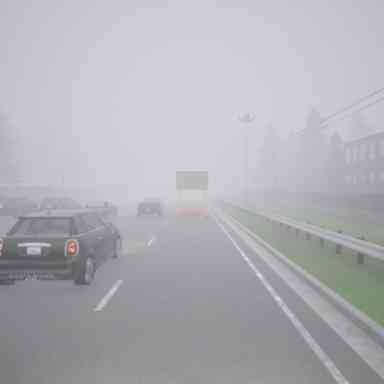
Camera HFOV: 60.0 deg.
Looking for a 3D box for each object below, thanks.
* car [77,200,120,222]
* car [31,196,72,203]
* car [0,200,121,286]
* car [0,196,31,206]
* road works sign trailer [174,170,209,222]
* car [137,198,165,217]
[{"bbox_3d":[-6.892,1.359,25.073,1.895,1.301,4.718,0,1,0],"label":"car"},{"bbox_3d":[-10.391,1.098,26.351,2.097,1.767,4.553,0,1,0],"label":"car"},{"bbox_3d":[-3.398,1.261,9.275,2.097,1.767,4.553,0,1,0],"label":"car"},{"bbox_3d":[-13.892,1.098,26.362,2.097,1.767,4.553,0,1,0],"label":"car"},{"bbox_3d":[0.007,0.231,24.215,2.380,3.560,2.880,0,1,0],"label":"road works sign trailer"},{"bbox_3d":[-3.392,1.206,28.206,1.882,1.535,5.008,0,1,0],"label":"car"}]
